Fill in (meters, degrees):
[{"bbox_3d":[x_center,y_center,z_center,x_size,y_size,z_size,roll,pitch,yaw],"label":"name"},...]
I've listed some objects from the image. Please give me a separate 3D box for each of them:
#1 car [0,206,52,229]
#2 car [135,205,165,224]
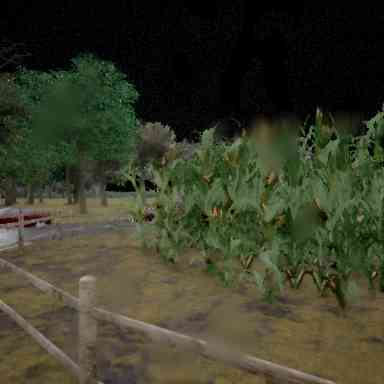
[{"bbox_3d":[-11.725,1.709,21.579,1.882,1.535,5.008,-1,-2,41],"label":"car"},{"bbox_3d":[-2.486,1.786,27.549,1.882,1.535,5.008,-2,-2,36],"label":"car"}]
